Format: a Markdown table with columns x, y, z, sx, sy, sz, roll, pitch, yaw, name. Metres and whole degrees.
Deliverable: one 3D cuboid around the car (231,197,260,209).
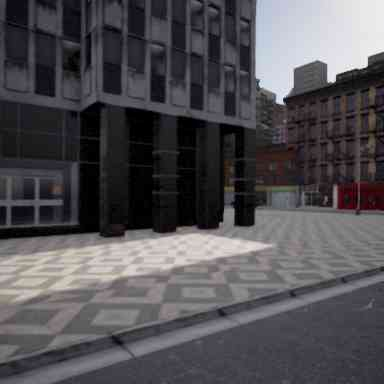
| x | y | z | sx | sy | sz | roll | pitch | yaw | name |
| --- | --- | --- | --- | --- | --- | --- | --- | --- | --- |
| 9.043 | 1.766 | 56.616 | 2.150 | 2.045 | 5.566 | 1 | 0 | -36 | car |
